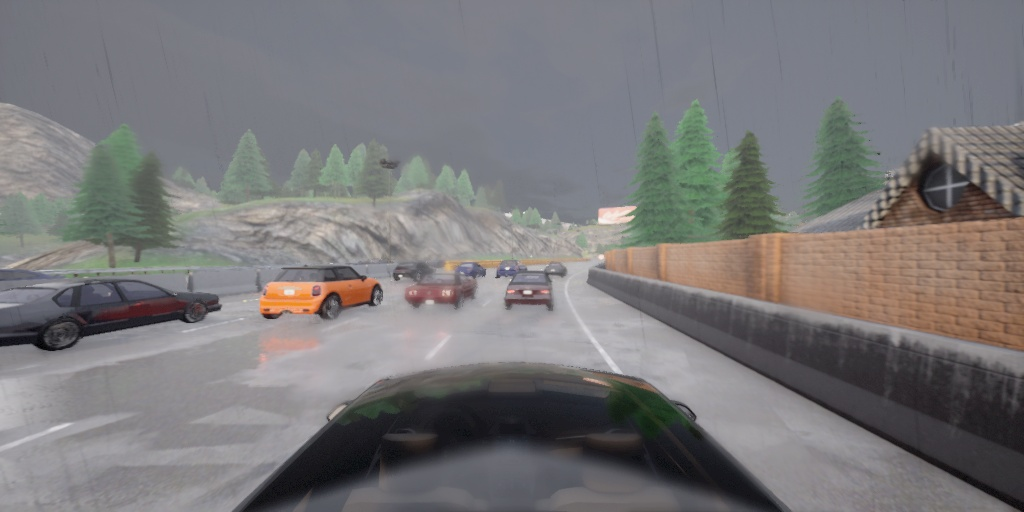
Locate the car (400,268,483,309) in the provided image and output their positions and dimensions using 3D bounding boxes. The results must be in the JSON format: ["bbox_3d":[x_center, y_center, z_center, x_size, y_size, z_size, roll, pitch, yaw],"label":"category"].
[{"bbox_3d":[-2.686,1.341,14.846,1.895,1.301,4.718,0,0,5],"label":"car"}]

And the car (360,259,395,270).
[{"bbox_3d":[-19.870,1.232,53.227,2.033,1.411,5.357,0,0,18],"label":"car"}]

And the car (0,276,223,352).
[{"bbox_3d":[-10.158,1.267,8.818,2.033,1.411,5.357,0,0,3],"label":"car"}]

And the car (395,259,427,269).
[{"bbox_3d":[-15.503,1.244,55.318,2.033,1.411,5.357,0,0,19],"label":"car"}]

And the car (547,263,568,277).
[{"bbox_3d":[4.325,1.321,35.205,1.994,1.385,4.181,0,0,13],"label":"car"}]

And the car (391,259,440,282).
[{"bbox_3d":[-7.773,1.228,28.789,1.837,1.490,4.892,0,0,10],"label":"car"}]

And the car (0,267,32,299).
[{"bbox_3d":[-24.001,1.226,14.429,2.033,1.411,5.357,0,0,4],"label":"car"}]

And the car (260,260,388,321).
[{"bbox_3d":[-6.360,1.082,12.592,2.097,1.767,4.553,0,0,4],"label":"car"}]

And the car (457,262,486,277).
[{"bbox_3d":[-3.638,1.260,31.800,1.812,1.442,4.674,0,0,11],"label":"car"}]

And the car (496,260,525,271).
[{"bbox_3d":[0.050,1.097,32.210,2.097,1.767,4.553,0,0,12],"label":"car"}]

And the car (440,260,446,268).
[{"bbox_3d":[-11.674,1.255,55.676,2.033,1.411,5.357,0,0,19],"label":"car"}]

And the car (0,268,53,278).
[{"bbox_3d":[-20.500,1.215,13.835,1.812,1.442,4.674,0,0,5],"label":"car"}]

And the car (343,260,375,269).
[{"bbox_3d":[-23.142,1.276,54.423,1.895,1.301,4.718,0,0,18],"label":"car"}]

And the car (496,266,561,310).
[{"bbox_3d":[0.806,1.298,14.835,2.033,1.411,5.357,0,0,6],"label":"car"}]
